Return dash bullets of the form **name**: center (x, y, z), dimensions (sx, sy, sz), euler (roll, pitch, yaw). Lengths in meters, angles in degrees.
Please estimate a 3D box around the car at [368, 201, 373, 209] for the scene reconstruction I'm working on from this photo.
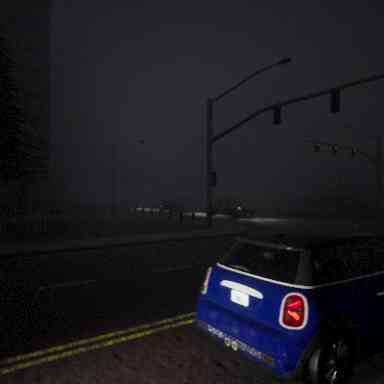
- **car**: center (23.048, 1.473, 46.585), dimensions (1.905, 1.878, 3.866), euler (0, 0, -35)

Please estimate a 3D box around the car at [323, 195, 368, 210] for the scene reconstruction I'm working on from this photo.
- **car**: center (20.658, 1.450, 44.951), dimensions (1.932, 1.855, 4.605), euler (0, 0, -35)

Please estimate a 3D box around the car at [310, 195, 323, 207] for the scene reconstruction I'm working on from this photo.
- **car**: center (28.839, 1.605, 72.256), dimensions (1.932, 1.855, 4.605), euler (0, 0, -35)

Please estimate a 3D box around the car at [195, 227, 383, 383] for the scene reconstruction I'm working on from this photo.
- **car**: center (2.343, 1.386, 5.460), dimensions (4.553, 1.767, 2.097), euler (1, 0, -35)

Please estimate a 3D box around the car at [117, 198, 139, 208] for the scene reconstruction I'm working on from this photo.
- **car**: center (-9.838, 1.640, 51.224), dimensions (2.128, 1.511, 4.902), euler (0, 0, -35)

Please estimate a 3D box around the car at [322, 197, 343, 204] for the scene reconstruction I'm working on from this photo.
- **car**: center (31.235, 1.836, 73.882), dimensions (1.784, 1.438, 3.905), euler (0, 0, -35)

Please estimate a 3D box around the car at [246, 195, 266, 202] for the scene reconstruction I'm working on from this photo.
- **car**: center (15.584, 1.566, 81.309), dimensions (1.932, 1.855, 4.605), euler (0, 0, -35)

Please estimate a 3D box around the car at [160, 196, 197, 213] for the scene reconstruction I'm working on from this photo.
- **car**: center (-2.029, 1.639, 40.299), dimensions (2.128, 1.511, 4.902), euler (0, 0, -36)

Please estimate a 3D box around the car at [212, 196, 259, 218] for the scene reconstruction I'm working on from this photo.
- **car**: center (3.817, 1.502, 32.145), dimensions (2.097, 1.767, 4.553), euler (0, 0, -36)

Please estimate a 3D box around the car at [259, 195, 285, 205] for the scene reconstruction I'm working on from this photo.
- **car**: center (15.123, 1.730, 62.384), dimensions (1.970, 1.475, 3.806), euler (0, 0, -35)

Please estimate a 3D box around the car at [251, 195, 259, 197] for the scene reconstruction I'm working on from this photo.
- **car**: center (13.426, 1.758, 79.711), dimensions (1.784, 1.438, 3.905), euler (0, 0, -35)
